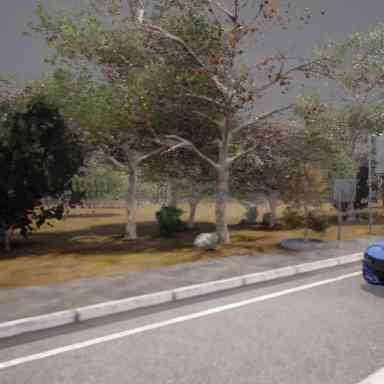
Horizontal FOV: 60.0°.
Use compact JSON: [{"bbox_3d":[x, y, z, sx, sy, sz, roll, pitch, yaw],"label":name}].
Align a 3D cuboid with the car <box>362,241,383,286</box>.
[{"bbox_3d":[6.239,1.477,8.343,5.008,1.535,1.882,0,0,-35],"label":"car"}]
